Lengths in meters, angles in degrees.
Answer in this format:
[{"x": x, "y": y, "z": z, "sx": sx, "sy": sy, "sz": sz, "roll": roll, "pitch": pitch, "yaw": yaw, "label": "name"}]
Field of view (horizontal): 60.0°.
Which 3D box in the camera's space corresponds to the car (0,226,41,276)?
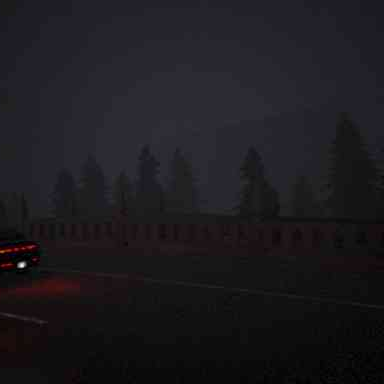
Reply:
[{"x": -6.755, "y": 1.771, "z": 9.886, "sx": 4.892, "sy": 1.490, "sz": 1.837, "roll": -2, "pitch": -2, "yaw": 24, "label": "car"}]
